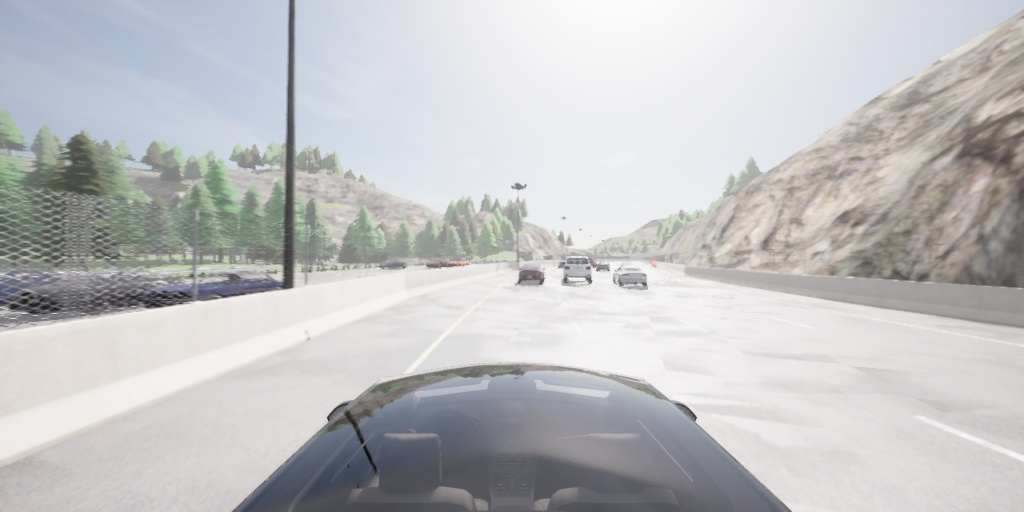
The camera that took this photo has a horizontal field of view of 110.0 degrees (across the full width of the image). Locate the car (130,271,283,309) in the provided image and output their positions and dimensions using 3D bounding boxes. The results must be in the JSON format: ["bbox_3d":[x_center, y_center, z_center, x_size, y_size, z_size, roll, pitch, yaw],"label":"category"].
[{"bbox_3d":[-10.303,1.222,13.062,1.895,1.301,4.718,1,0,3],"label":"car"}]

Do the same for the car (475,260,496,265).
[{"bbox_3d":[-3.944,1.272,54.212,2.033,1.411,5.357,1,0,15],"label":"car"}]

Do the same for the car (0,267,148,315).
[{"bbox_3d":[-13.804,1.139,12.407,1.994,1.385,4.181,1,0,3],"label":"car"}]

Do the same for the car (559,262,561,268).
[{"bbox_3d":[9.518,1.397,62.953,2.128,1.511,4.902,1,0,18],"label":"car"}]

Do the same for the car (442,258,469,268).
[{"bbox_3d":[-7.962,1.024,52.558,2.097,1.767,4.553,1,0,14],"label":"car"}]

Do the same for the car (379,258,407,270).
[{"bbox_3d":[-16.050,1.054,48.695,2.128,1.511,4.902,1,0,13],"label":"car"}]

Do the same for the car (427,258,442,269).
[{"bbox_3d":[-11.147,1.108,54.269,1.882,1.535,5.008,1,0,14],"label":"car"}]

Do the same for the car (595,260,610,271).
[{"bbox_3d":[13.932,1.506,54.507,2.033,1.411,5.357,1,0,18],"label":"car"}]

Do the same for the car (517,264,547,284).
[{"bbox_3d":[1.585,1.309,27.563,1.812,1.442,4.674,0,0,8],"label":"car"}]

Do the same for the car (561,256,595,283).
[{"bbox_3d":[5.310,1.054,29.267,2.150,2.045,5.566,0,0,9],"label":"car"}]

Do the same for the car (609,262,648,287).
[{"bbox_3d":[8.414,1.398,25.738,1.812,1.442,4.674,0,0,8],"label":"car"}]
